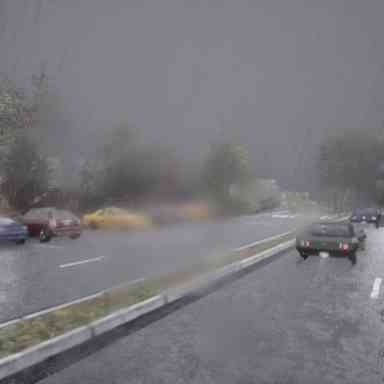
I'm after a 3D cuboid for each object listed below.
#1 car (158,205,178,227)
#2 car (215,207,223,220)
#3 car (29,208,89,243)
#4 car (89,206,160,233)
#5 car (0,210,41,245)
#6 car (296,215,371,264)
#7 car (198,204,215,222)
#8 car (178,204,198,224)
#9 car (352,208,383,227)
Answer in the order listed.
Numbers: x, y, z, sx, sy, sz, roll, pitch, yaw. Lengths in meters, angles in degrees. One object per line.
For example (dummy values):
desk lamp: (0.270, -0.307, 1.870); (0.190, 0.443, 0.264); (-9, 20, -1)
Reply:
car: (-3.828, 1.883, 25.131); (4.792, 1.488, 2.163); (0, -1, 32)
car: (0.573, 1.920, 32.120); (4.892, 1.521, 2.231); (0, -1, 32)
car: (-8.148, 1.633, 18.090); (4.553, 1.767, 2.185); (0, -1, 32)
car: (-5.106, 1.820, 22.676); (5.366, 1.575, 1.946); (0, -1, 32)
car: (-9.634, 1.756, 15.759); (4.674, 1.452, 2.002); (0, -1, 32)
car: (5.556, 1.799, 12.842); (1.895, 1.301, 4.718); (0, -1, 32)
car: (-0.886, 1.899, 29.783); (5.008, 1.535, 2.097); (0, -1, 32)
car: (-2.353, 1.877, 27.453); (4.892, 1.521, 2.231); (0, -1, 32)
car: (13.481, 1.894, 25.582); (1.895, 1.301, 4.718); (0, 0, 33)
